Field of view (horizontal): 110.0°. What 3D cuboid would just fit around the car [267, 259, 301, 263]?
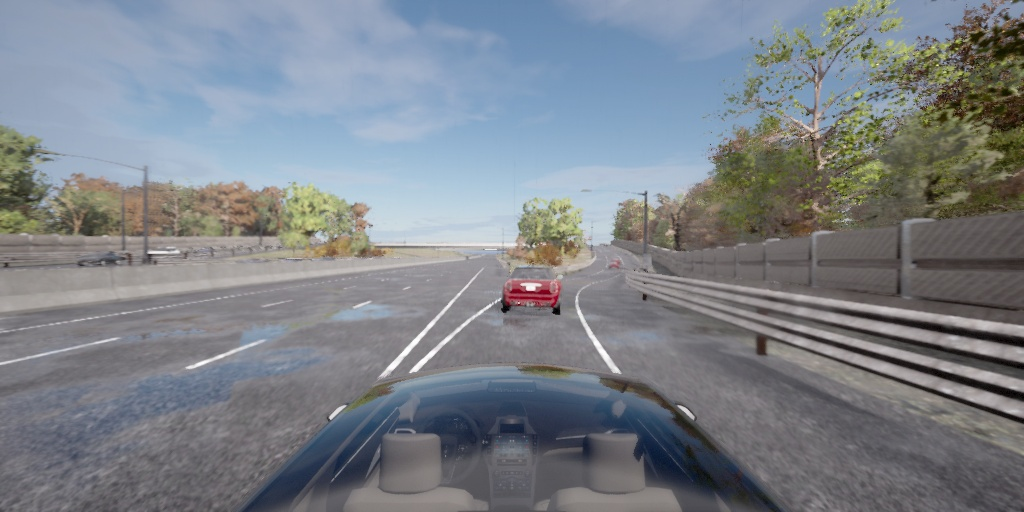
[{"bbox_3d":[-26.765,1.112,43.585,2.033,1.411,5.357,0,0,-2],"label":"car"}]

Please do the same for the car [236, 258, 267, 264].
[{"bbox_3d":[-30.201,1.031,41.872,2.128,1.511,4.902,0,0,-2],"label":"car"}]

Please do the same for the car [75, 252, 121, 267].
[{"bbox_3d":[-44.175,0.341,38.426,1.837,1.490,4.892,0,1,-26],"label":"car"}]

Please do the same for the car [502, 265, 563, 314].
[{"bbox_3d":[0.949,1.149,14.393,2.097,1.767,4.553,1,-1,8],"label":"car"}]

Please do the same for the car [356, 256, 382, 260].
[{"bbox_3d":[-24.036,1.125,60.591,1.812,1.442,4.674,0,0,-2],"label":"car"}]

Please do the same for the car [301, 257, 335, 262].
[{"bbox_3d":[-23.288,0.942,44.062,2.097,1.767,4.553,0,0,-2],"label":"car"}]
